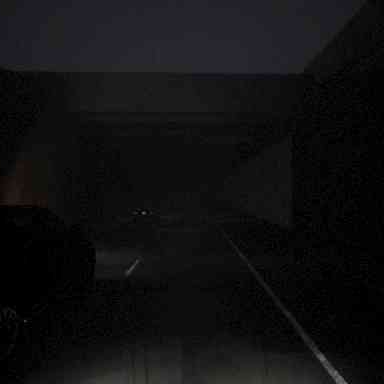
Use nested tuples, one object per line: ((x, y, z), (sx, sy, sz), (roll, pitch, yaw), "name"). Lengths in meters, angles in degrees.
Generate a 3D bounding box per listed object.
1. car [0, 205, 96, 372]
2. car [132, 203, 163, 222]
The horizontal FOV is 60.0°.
((-3.408, 1.218, 5.729), (2.150, 2.045, 5.566), (0, 0, 0), "car")
((-3.413, 1.532, 26.068), (2.033, 1.411, 5.357), (0, 0, 0), "car")
